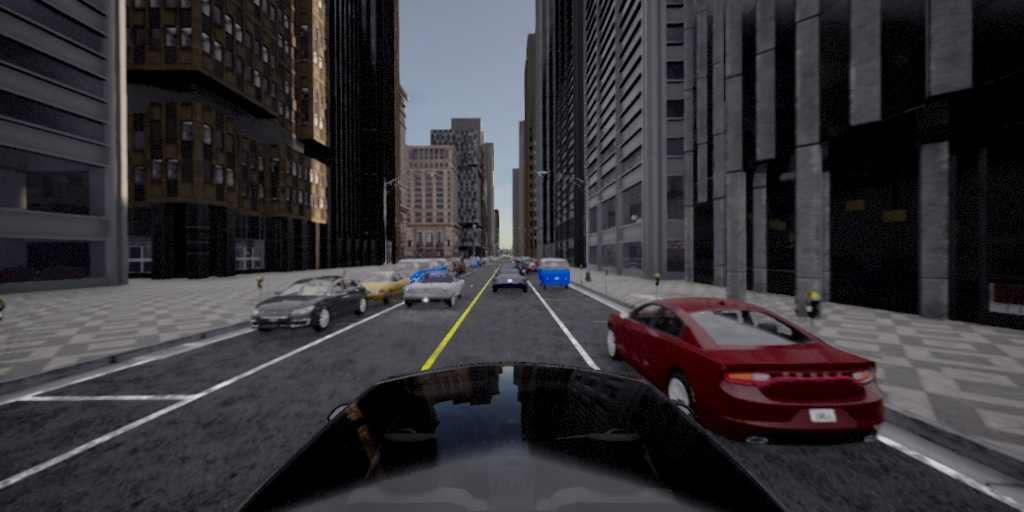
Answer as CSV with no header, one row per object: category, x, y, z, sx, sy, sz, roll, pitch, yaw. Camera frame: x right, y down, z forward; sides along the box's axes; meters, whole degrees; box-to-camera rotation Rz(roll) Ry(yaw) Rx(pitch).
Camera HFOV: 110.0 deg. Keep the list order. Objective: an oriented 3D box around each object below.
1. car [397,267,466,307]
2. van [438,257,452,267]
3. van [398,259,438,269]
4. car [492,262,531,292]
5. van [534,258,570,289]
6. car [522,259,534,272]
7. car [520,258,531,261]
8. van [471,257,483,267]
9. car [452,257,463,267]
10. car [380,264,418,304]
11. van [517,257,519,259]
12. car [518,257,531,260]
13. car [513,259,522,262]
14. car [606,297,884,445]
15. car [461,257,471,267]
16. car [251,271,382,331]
car,-3.238,1.347,15.623,1.895,1.301,4.718,0,0,-1
van,-6.045,1.083,27.869,1.690,1.789,3.998,0,0,-1
van,-5.981,1.092,22.229,1.690,1.789,3.998,0,0,-1
car,-0.129,1.284,21.222,1.994,1.385,4.181,0,0,-1
van,2.543,1.044,22.331,1.690,1.789,3.998,0,0,-1
car,2.351,1.259,39.252,1.802,1.307,4.207,0,0,-1
car,2.287,1.250,44.892,1.802,1.307,4.207,0,0,-1
van,-6.430,1.029,61.713,1.690,1.789,3.998,0,0,-1
car,-6.109,1.174,33.510,1.967,1.591,4.097,0,0,-1
car,-5.915,1.285,16.419,1.751,1.417,4.829,0,0,-1
van,2.159,0.990,56.173,1.690,1.789,3.998,0,0,-1
car,2.223,1.224,50.532,1.948,1.339,4.313,0,0,-1
car,-0.300,1.298,36.091,1.895,1.301,4.718,0,0,0
car,2.736,1.274,5.410,1.888,1.381,4.507,0,0,-1
car,-6.174,1.040,39.151,2.192,1.841,5.009,0,0,-1
car,-5.853,1.319,10.948,2.007,1.370,4.403,0,0,-1
